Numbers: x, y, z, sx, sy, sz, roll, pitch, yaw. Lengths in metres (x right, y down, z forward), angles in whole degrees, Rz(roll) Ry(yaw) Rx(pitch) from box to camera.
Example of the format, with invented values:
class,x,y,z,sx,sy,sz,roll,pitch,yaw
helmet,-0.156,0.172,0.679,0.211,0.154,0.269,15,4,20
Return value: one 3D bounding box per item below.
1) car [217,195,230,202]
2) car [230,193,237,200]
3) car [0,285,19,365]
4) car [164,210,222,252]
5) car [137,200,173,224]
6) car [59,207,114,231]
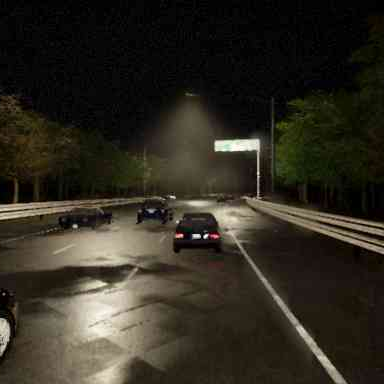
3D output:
class,x,y,z,sx,sy,sz,roll,pitch,yaw
car,6.714,1.552,73.278,1.994,1.385,4.181,0,0,10
car,10.596,1.541,92.492,1.994,1.385,4.181,0,0,13
car,-3.380,1.499,2.782,1.837,1.490,4.892,0,0,0
car,0.257,1.556,13.875,2.033,1.411,5.357,0,0,2
car,-2.603,1.352,24.497,2.097,1.767,4.553,0,0,4
car,-6.360,1.593,20.663,1.895,1.301,4.718,0,0,3
